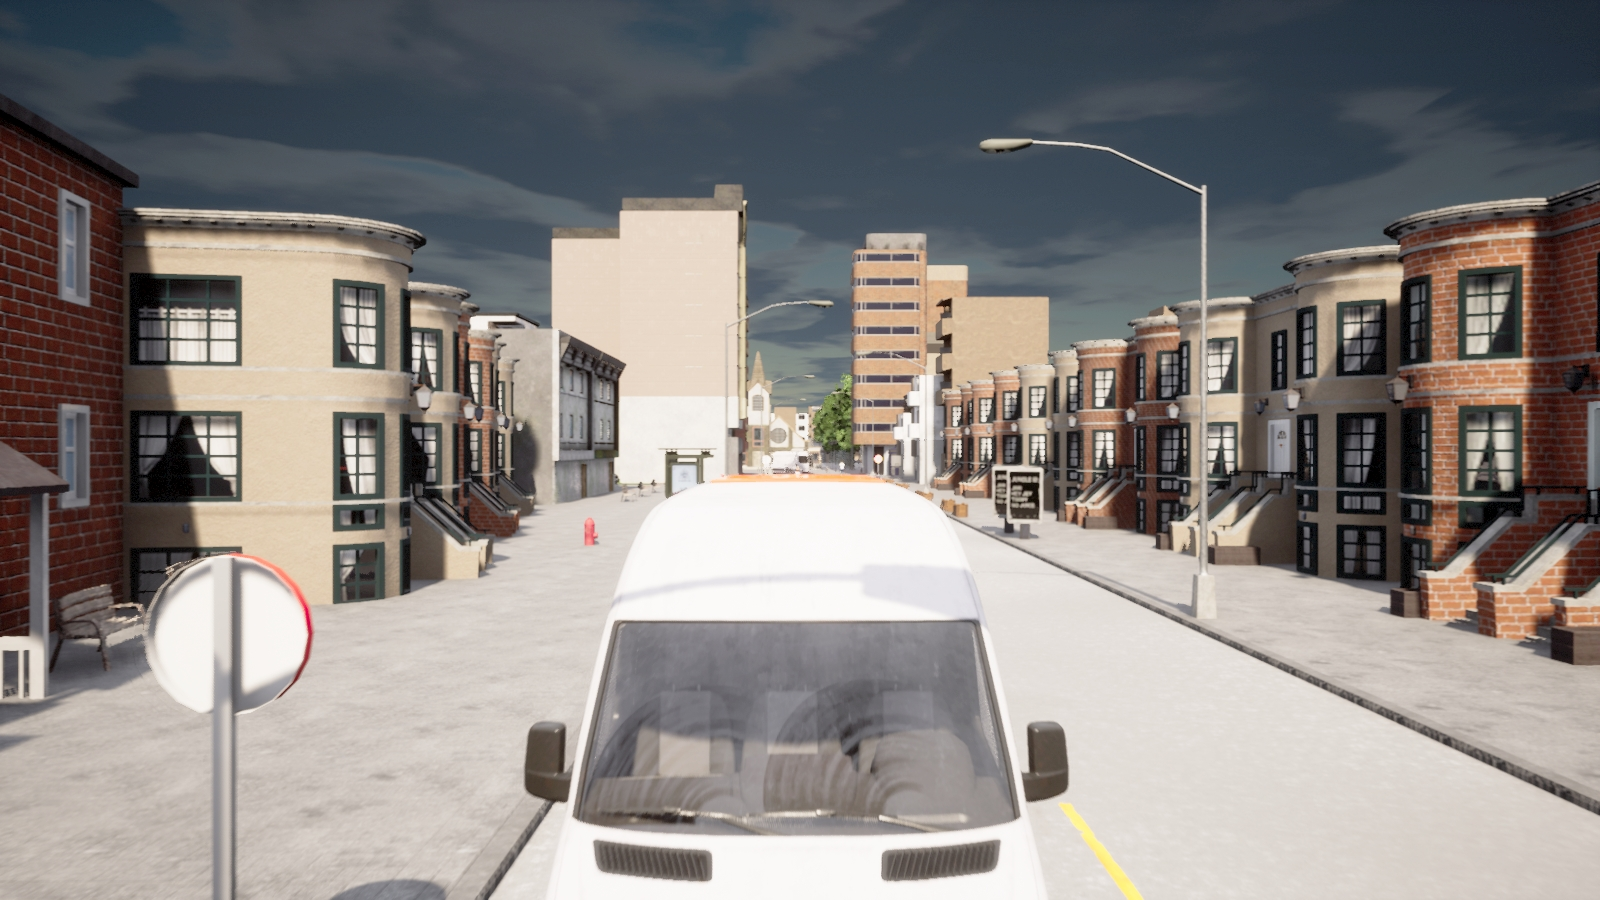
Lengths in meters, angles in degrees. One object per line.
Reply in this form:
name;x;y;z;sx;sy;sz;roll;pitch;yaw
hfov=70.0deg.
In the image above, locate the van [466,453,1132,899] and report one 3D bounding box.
van;-0.011;1.308;6.369;1.988;2.561;5.915;0;0;0
